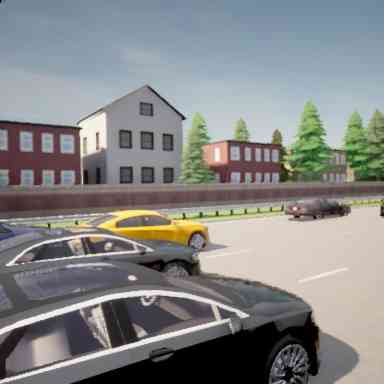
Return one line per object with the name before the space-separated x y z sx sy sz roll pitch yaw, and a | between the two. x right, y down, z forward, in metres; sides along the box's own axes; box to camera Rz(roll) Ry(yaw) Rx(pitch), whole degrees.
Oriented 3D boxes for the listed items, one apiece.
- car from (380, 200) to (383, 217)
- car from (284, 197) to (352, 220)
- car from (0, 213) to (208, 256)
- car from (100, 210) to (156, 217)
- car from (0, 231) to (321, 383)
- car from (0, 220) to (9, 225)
car | 14.831 0.740 22.670 4.553 1.767 2.097 -2 1 -35
car | 8.605 1.057 22.582 5.357 1.411 2.033 -2 1 -35
car | -2.053 1.439 6.564 4.902 1.511 2.128 -2 1 -35
car | -1.682 1.352 11.096 5.008 1.535 1.882 -2 1 -35
car | -0.760 1.462 3.195 4.902 1.511 2.128 -2 1 -35
car | -7.448 1.530 11.331 5.357 1.411 2.033 -2 1 -35
